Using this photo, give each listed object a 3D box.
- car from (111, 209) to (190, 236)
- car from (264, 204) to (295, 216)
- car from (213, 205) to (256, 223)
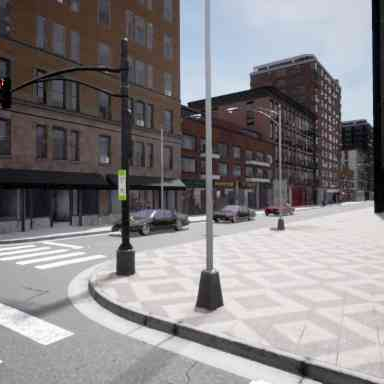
[{"bbox_3d":[-2.270,1.708,19.986,2.033,1.411,5.357,-1,-1,36],"label":"car"},{"bbox_3d":[9.642,1.930,36.528,1.895,1.301,4.718,-1,-1,36],"label":"car"},{"bbox_3d":[3.632,1.793,28.197,2.033,1.411,5.357,-1,-1,35],"label":"car"}]
